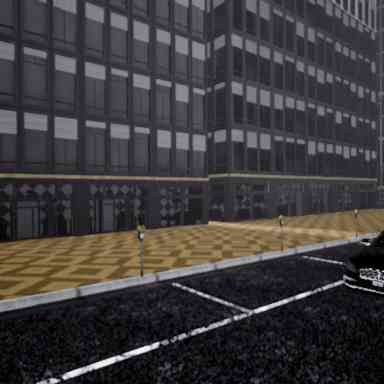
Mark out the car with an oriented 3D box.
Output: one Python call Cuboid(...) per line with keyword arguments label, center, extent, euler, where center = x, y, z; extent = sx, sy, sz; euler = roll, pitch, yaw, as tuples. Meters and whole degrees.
Cuboid(label="car", center=(5.452, 1.508, 7.890), extent=(4.892, 1.490, 1.837), euler=(0, 0, -39))
